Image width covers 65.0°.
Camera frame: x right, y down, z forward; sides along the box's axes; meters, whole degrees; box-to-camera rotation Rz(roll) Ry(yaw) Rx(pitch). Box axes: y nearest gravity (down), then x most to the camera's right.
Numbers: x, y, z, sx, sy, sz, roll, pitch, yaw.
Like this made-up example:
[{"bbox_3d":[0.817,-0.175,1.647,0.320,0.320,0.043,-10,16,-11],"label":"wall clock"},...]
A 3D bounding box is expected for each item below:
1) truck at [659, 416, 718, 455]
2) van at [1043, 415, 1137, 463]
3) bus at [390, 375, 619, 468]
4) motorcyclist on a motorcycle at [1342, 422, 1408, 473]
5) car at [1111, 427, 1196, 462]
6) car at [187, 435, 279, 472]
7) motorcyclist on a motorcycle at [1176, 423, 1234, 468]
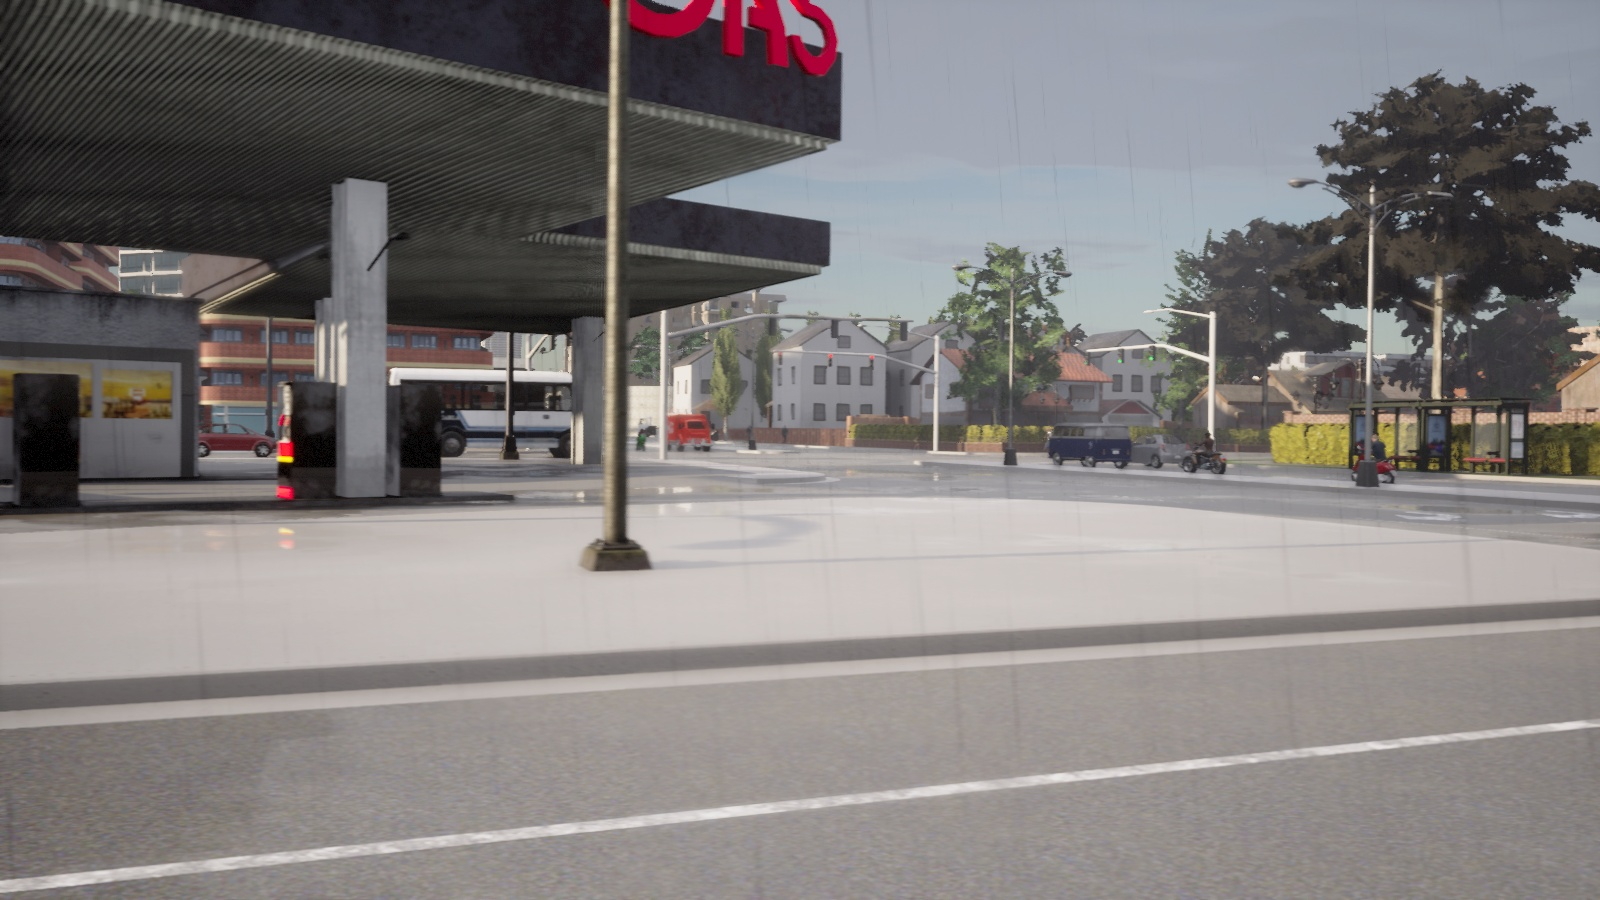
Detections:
[{"bbox_3d":[-7.588,-0.986,84.792,2.627,2.467,5.204,-1,1,-21],"label":"truck"},{"bbox_3d":[12.563,-0.475,54.684,1.775,1.987,4.442,-1,1,-21],"label":"van"},{"bbox_3d":[-14.338,-1.417,61.042,10.273,4.253,3.944,-1,1,-22],"label":"bus"},{"bbox_3d":[18.256,-0.095,39.887,0.866,1.590,1.817,-1,1,-21],"label":"motorcyclist on a motorcycle"},{"bbox_3d":[15.753,-0.272,56.149,1.845,1.501,3.633,-1,1,-21],"label":"car"},{"bbox_3d":[-25.480,0.134,56.563,3.705,1.549,1.789,-1,1,-22],"label":"car"},{"bbox_3d":[15.317,-0.191,47.529,0.766,1.649,2.350,-1,1,-21],"label":"motorcyclist on a motorcycle"}]
